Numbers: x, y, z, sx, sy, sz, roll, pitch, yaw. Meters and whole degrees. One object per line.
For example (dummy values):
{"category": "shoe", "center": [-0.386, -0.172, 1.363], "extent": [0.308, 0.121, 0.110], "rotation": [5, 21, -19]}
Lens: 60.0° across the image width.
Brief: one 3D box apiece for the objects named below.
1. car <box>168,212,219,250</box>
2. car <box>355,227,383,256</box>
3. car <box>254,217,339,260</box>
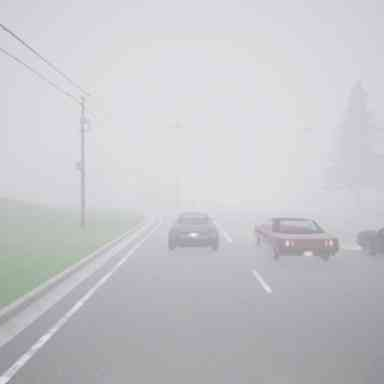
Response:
{"category": "car", "center": [0.070, 1.543, 14.235], "extent": [1.994, 1.385, 4.181], "rotation": [0, 0, 0]}
{"category": "car", "center": [7.041, 1.533, 10.040], "extent": [2.033, 1.411, 5.357], "rotation": [0, 0, 1]}
{"category": "car", "center": [3.560, 1.583, 12.334], "extent": [1.895, 1.301, 4.718], "rotation": [0, 0, 0]}
